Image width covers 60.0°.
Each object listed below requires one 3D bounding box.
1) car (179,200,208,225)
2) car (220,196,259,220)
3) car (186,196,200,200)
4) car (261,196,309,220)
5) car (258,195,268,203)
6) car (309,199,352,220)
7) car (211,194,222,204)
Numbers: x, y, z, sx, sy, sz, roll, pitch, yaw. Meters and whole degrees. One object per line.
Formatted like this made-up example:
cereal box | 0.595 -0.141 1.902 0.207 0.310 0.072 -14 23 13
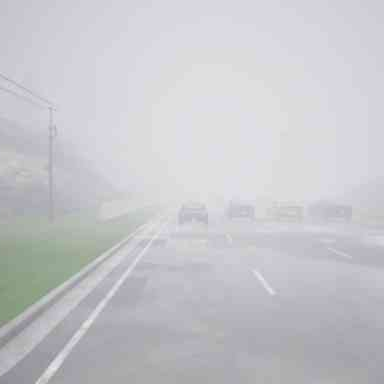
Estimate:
car | 0.093 1.446 22.869 1.895 1.301 4.718 0 0 0
car | 3.591 1.302 25.926 1.882 1.535 5.008 0 0 0
car | 0.181 1.224 50.450 1.994 1.385 4.181 0 0 5
car | 7.092 1.302 25.933 1.882 1.535 5.008 0 0 0
car | 10.880 1.163 50.925 1.837 1.490 4.892 0 1 7
car | 10.593 1.302 25.927 1.882 1.535 5.008 0 0 0
car | 3.953 1.155 52.024 1.837 1.490 4.892 0 1 7
